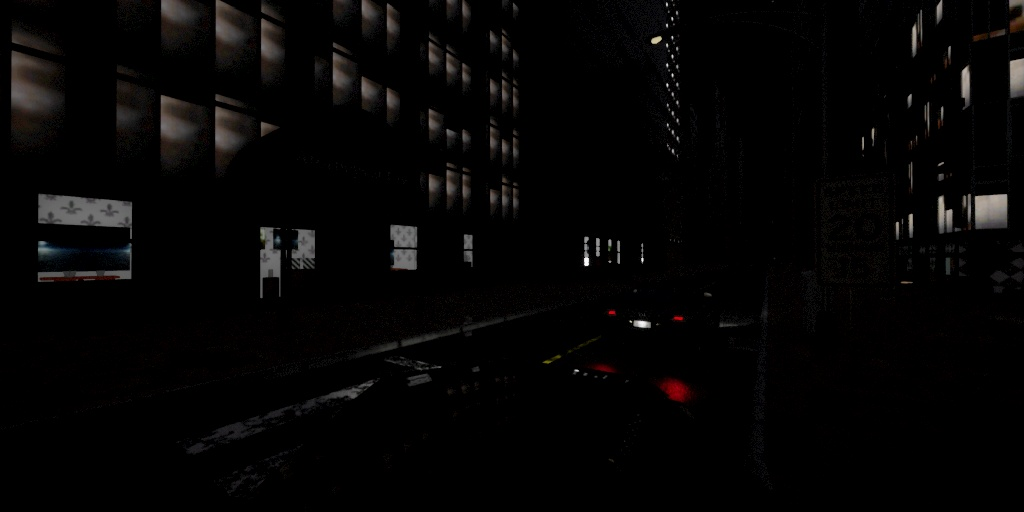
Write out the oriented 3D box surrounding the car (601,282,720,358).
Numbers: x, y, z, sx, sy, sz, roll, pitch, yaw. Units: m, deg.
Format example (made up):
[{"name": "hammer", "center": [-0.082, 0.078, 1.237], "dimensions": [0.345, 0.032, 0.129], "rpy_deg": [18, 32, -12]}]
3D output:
[{"name": "car", "center": [3.746, 1.323, 8.735], "dimensions": [1.994, 1.385, 4.181], "rpy_deg": [0, 0, 36]}]
